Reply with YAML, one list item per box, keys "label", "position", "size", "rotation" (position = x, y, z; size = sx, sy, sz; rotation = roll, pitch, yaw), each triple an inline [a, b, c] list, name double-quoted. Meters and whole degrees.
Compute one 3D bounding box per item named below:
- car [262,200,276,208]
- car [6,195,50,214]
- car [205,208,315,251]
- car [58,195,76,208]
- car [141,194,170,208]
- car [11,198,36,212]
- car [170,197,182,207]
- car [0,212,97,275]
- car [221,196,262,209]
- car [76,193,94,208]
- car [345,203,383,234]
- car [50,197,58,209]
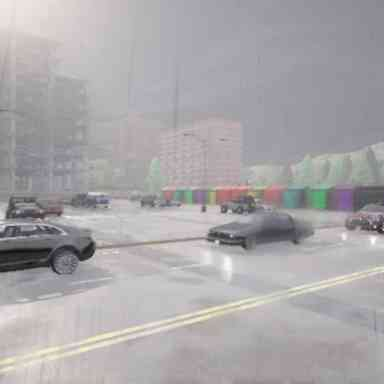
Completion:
- label: "car"
  position: [7.081, 1.550, 35.372]
  size: [1.970, 1.475, 3.806]
  rotation: [0, 0, -36]
- label: "car"
  position: [-11.100, 1.164, 22.090]
  size: [1.905, 1.878, 3.866]
  rotation: [0, 0, -36]
- label: "car"
  position: [3.182, 1.613, 14.702]
  size: [5.357, 1.411, 2.033]
  rotation: [0, 0, -35]
- label: "car"
  position: [-21.095, 1.422, 55.105]
  size: [1.784, 1.438, 3.905]
  rotation: [0, 0, -36]
- label: "car"
  position: [-5.599, 1.276, 47.824]
  size: [1.932, 1.855, 4.605]
  rotation: [0, 0, -36]
- label: "car"
  position: [-19.203, 1.408, 37.799]
  size: [1.970, 1.475, 3.806]
  rotation: [0, 0, -36]
- label: "car"
  position: [-3.222, 1.506, 49.477]
  size: [1.784, 1.438, 3.905]
  rotation: [0, 0, -36]
- label: "car"
  position: [-5.067, 1.492, 8.944]
  size: [4.902, 1.511, 2.128]
  rotation: [1, 0, -35]
- label: "car"
  position: [4.736, 1.292, 33.677]
  size: [1.905, 1.878, 3.866]
  rotation: [0, 0, -36]
- label: "car"
  position: [-18.955, 1.229, 56.727]
  size: [1.932, 1.855, 4.605]
  rotation: [0, 0, -36]
- label: "car"
  position: [11.404, 1.483, 20.368]
  size: [4.553, 1.767, 2.097]
  rotation: [0, 0, -34]
- label: "car"
  position: [-23.436, 1.435, 53.401]
  size: [1.970, 1.475, 3.806]
  rotation: [0, 0, -36]
